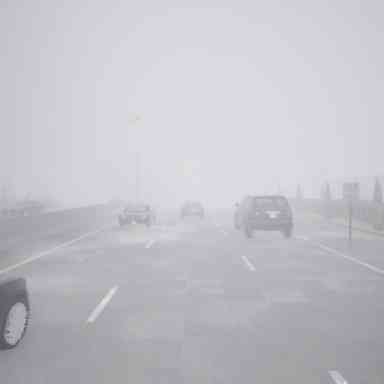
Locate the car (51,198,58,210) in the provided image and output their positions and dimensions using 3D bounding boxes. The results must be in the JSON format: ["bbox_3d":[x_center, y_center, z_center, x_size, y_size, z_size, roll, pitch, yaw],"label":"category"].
[{"bbox_3d":[-17.681,1.397,39.822,2.128,1.511,4.902,0,-1,0],"label":"car"}]

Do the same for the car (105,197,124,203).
[{"bbox_3d":[-10.691,1.452,46.687,2.097,1.767,4.553,0,-2,0],"label":"car"}]

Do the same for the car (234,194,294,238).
[{"bbox_3d":[3.560,1.135,17.316,2.150,2.045,5.566,0,0,0],"label":"car"}]

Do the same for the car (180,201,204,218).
[{"bbox_3d":[0.032,1.431,28.402,1.994,1.385,4.181,0,0,0],"label":"car"}]

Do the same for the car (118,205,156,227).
[{"bbox_3d":[-3.451,1.503,21.906,1.895,1.301,4.718,0,0,0],"label":"car"}]

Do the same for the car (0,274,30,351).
[{"bbox_3d":[-3.427,1.467,3.132,1.882,1.535,5.008,0,0,0],"label":"car"}]

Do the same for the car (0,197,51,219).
[{"bbox_3d":[-14.164,1.366,28.189,1.882,1.535,5.008,0,0,0],"label":"car"}]
